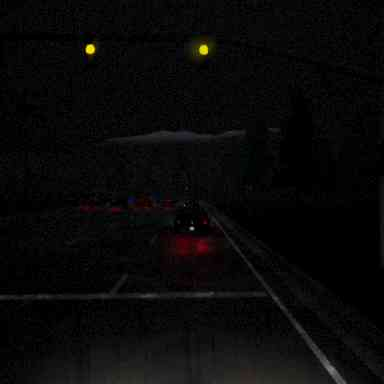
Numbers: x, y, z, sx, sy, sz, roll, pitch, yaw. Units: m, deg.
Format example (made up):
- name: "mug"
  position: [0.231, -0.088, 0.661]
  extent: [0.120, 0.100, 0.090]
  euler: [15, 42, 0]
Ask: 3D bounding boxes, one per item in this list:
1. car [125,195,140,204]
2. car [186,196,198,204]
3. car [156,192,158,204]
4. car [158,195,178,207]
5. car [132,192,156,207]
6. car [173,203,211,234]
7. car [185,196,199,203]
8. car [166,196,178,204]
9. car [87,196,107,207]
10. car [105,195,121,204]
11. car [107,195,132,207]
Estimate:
- name: "car"
  position: [-10.494, 1.294, 59.070]
  extent: [1.882, 1.535, 5.008]
  euler: [0, 0, 0]
- name: "car"
  position: [0.006, 1.380, 59.068]
  extent: [1.994, 1.385, 4.181]
  euler: [0, 0, 0]
- name: "car"
  position: [-6.994, 1.036, 59.098]
  extent: [2.150, 2.045, 5.566]
  euler: [0, 0, 0]
- name: "car"
  position: [-3.495, 1.353, 48.854]
  extent: [1.837, 1.490, 4.892]
  euler: [0, 0, 0]
- name: "car"
  position: [-6.995, 1.200, 48.934]
  extent: [2.097, 1.767, 4.553]
  euler: [0, 0, 0]
- name: "car"
  position: [0.002, 1.542, 18.867]
  extent: [1.895, 1.301, 4.718]
  euler: [0, 0, 0]
- name: "car"
  position: [0.005, 1.411, 49.158]
  extent: [1.994, 1.385, 4.181]
  euler: [0, 0, 0]
- name: "car"
  position: [-3.494, 1.380, 59.068]
  extent: [1.994, 1.385, 4.181]
  euler: [0, 0, 0]
- name: "car"
  position: [-13.995, 1.373, 48.947]
  extent: [1.812, 1.442, 4.674]
  euler: [0, 0, 0]
- name: "car"
  position: [-13.994, 1.342, 59.071]
  extent: [1.812, 1.442, 4.674]
  euler: [0, 0, 0]
- name: "car"
  position: [-10.495, 1.353, 48.678]
  extent: [1.837, 1.490, 4.892]
  euler: [0, 0, 0]
